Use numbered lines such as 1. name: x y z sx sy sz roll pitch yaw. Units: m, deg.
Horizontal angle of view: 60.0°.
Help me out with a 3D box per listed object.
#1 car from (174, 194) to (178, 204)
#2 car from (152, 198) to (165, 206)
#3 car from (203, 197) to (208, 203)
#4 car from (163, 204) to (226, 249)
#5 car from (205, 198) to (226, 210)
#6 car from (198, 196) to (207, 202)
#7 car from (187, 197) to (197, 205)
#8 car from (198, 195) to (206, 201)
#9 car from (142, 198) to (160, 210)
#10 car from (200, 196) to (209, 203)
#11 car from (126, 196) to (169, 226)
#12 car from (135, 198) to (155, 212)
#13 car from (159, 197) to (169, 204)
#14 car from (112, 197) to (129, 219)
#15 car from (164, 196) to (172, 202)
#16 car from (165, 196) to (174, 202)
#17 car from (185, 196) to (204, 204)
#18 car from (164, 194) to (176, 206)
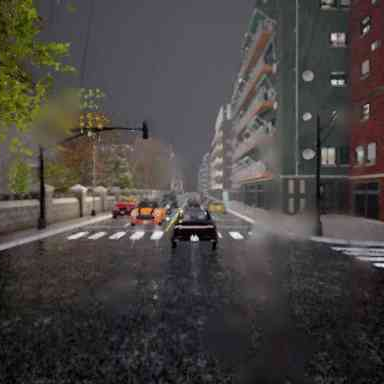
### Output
1. car: -3.091 1.317 46.425 2.150 2.045 5.566 0 0 0
2. car: -5.706 1.702 57.501 1.802 1.307 4.206 0 0 0
3. car: 2.678 1.626 40.898 1.887 1.381 4.507 0 0 0
4. car: 0.095 1.517 14.739 2.128 1.511 4.902 0 0 0
5. car: 2.679 1.594 35.533 1.752 1.417 4.829 0 0 0
6. car: 2.668 1.760 85.180 1.947 1.339 4.313 0 0 0
7. car: -0.013 1.688 65.548 2.033 1.411 5.357 0 0 0
8. car: 2.666 1.650 90.714 1.967 1.590 4.097 0 0 0
9. car: -5.703 1.638 46.431 1.887 1.381 4.507 0 0 0
10. car: 2.671 1.708 74.109 1.887 1.381 4.507 0 0 0
11. car: -3.069 1.395 23.894 2.097 1.767 4.553 0 0 -1
12. car: -5.703 1.521 40.896 1.967 1.590 4.097 0 0 0
13. car: -5.708 1.730 68.572 1.802 1.307 4.206 0 0 0
14. car: -5.700 1.370 29.825 2.192 1.841 5.009 0 0 0
15. car: -5.711 1.703 79.472 1.752 1.417 4.829 0 0 0
16. car: -5.712 1.745 85.177 2.008 1.369 4.403 0 0 0
17. car: 0.089 1.574 41.636 2.128 1.511 4.902 0 0 0
18. car: -3.098 1.417 33.982 2.097 1.767 4.553 0 0 0
